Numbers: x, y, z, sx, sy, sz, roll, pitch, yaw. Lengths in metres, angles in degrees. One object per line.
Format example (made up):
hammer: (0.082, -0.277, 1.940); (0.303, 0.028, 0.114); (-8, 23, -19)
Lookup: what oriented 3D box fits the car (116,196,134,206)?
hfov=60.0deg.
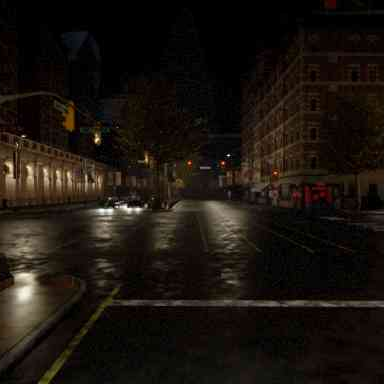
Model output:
car: (-11.465, 1.491, 57.242); (2.128, 1.511, 4.902); (0, 0, 0)

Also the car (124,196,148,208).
car: (-7.990, 1.564, 47.620); (1.994, 1.385, 4.181); (0, 0, 1)

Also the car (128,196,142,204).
car: (-11.458, 1.491, 67.318); (2.128, 1.511, 4.902); (0, 0, 0)

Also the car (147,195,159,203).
car: (-7.958, 1.477, 68.146); (1.882, 1.535, 5.008); (0, 0, 0)

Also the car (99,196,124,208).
car: (-11.491, 1.491, 47.250); (2.128, 1.511, 4.902); (0, 0, 0)

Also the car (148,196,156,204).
car: (-7.964, 1.505, 57.805); (1.837, 1.490, 4.892); (0, 0, 0)

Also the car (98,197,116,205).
car: (-14.714, 1.595, 57.804); (1.895, 1.301, 4.718); (0, 0, 0)
